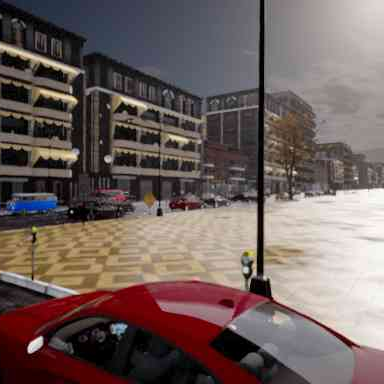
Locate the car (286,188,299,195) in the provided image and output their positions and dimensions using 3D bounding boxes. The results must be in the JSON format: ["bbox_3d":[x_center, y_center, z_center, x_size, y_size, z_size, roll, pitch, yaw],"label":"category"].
[{"bbox_3d":[24.282,-0.044,83.481,2.192,1.841,5.009,2,2,35],"label":"car"}]

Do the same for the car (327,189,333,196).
[{"bbox_3d":[34.340,0.068,83.311,1.967,1.590,4.097,2,2,35],"label":"car"}]

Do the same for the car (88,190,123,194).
[{"bbox_3d":[-8.673,0.843,31.164,2.150,2.045,5.566,1,1,35],"label":"car"}]

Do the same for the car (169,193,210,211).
[{"bbox_3d":[-0.442,1.122,32.886,1.887,1.381,4.507,2,2,35],"label":"car"}]

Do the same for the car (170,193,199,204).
[{"bbox_3d":[-1.015,0.895,46.813,1.947,1.339,4.313,2,2,35],"label":"car"}]

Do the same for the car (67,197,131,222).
[{"bbox_3d":[-6.765,1.319,23.719,1.947,1.339,4.313,2,2,35],"label":"car"}]

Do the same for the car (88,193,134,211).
[{"bbox_3d":[-7.018,1.169,27.945,2.128,1.511,4.902,1,1,35],"label":"car"}]

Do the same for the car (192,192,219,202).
[{"bbox_3d":[2.146,0.793,51.397,2.008,1.369,4.403,2,2,35],"label":"car"}]

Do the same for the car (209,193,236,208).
[{"bbox_3d":[2.721,1.040,37.470,2.008,1.369,4.403,2,2,35],"label":"car"}]

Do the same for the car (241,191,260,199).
[{"bbox_3d":[11.536,0.511,65.009,1.752,1.417,4.829,2,2,35],"label":"car"}]

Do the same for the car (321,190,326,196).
[{"bbox_3d":[28.016,0.350,74.144,2.008,1.369,4.403,2,2,35],"label":"car"}]

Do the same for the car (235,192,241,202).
[{"bbox_3d":[7.945,0.769,49.707,1.837,1.490,4.892,1,2,35],"label":"car"}]

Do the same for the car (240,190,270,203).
[{"bbox_3d":[9.044,0.866,46.639,2.008,1.369,4.403,2,2,35],"label":"car"}]

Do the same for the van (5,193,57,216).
[{"bbox_3d":[-13.661,1.021,28.471,1.690,1.788,3.998,2,2,35],"label":"van"}]

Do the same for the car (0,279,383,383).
[{"bbox_3d":[-0.324,1.543,3.095,4.507,1.381,1.887,0,0,35],"label":"car"}]

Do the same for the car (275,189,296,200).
[{"bbox_3d":[15.465,0.665,55.948,1.752,1.417,4.829,2,2,35],"label":"car"}]

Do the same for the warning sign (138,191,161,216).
[{"bbox_3d":[-3.150,0.842,24.811,1.300,1.860,1.060,0,0,35],"label":"warning sign"}]

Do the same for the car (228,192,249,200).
[{"bbox_3d":[8.470,0.635,60.567,1.947,1.339,4.313,2,2,35],"label":"car"}]

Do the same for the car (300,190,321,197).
[{"bbox_3d":[24.855,0.435,69.562,2.008,1.369,4.403,2,2,35],"label":"car"}]

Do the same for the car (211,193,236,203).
[{"bbox_3d":[4.882,0.815,50.725,1.994,1.385,4.181,1,1,35],"label":"car"}]
